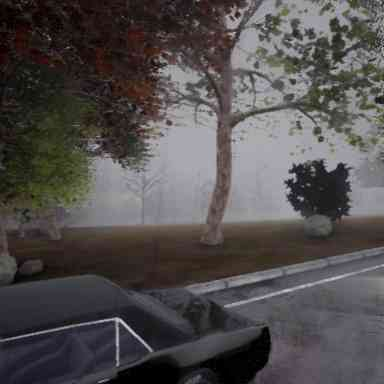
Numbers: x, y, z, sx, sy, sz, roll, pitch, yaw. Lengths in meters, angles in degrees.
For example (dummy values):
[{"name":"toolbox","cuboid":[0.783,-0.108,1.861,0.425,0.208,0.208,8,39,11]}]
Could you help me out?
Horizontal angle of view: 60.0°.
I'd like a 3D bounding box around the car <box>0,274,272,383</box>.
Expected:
[{"name":"car","cuboid":[-1.593,1.590,2.958,4.718,1.301,1.895,0,0,-33]}]
